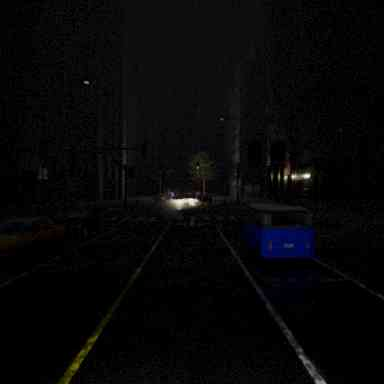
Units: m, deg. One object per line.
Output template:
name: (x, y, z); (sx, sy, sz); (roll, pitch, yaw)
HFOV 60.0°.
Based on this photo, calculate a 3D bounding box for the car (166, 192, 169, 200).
car: (-5.988, 1.255, 64.029); (2.008, 1.369, 4.403); (0, 0, -1)

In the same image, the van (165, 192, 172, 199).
van: (-6.213, 0.938, 89.425); (1.690, 1.788, 3.998); (0, 0, -1)

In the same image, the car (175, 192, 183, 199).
car: (-3.467, 0.929, 91.515); (2.097, 1.767, 4.553); (0, 0, -1)

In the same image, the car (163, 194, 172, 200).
car: (-6.163, 1.145, 83.843); (1.752, 1.417, 4.829); (0, 0, -1)

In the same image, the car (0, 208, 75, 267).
car: (-5.761, 1.471, 11.172); (1.752, 1.417, 4.829); (0, 0, 0)

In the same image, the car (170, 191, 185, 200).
car: (-3.329, 1.008, 75.898); (2.097, 1.767, 4.553); (0, 0, -1)

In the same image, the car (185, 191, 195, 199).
car: (-0.435, 1.073, 87.946); (1.882, 1.535, 5.008); (0, 0, -1)

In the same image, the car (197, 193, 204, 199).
car: (2.301, 1.117, 90.772); (1.752, 1.417, 4.829); (0, 0, -1)

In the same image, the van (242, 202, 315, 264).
van: (2.764, 1.286, 11.341); (1.690, 1.788, 3.998); (0, 0, 0)

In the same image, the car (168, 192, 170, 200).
car: (-6.117, 1.208, 78.600); (1.947, 1.339, 4.313); (0, 0, -1)

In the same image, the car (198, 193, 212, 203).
car: (2.581, 1.276, 59.109); (2.008, 1.369, 4.403); (0, 0, -1)

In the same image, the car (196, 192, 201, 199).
car: (2.485, 1.223, 69.998); (1.887, 1.381, 4.507); (0, 0, -1)

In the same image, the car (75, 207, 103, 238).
car: (-5.759, 1.470, 16.855); (2.008, 1.369, 4.403); (0, 0, 0)

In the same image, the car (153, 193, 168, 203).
car: (-5.944, 1.277, 59.037); (2.008, 1.369, 4.403); (0, 0, -1)
